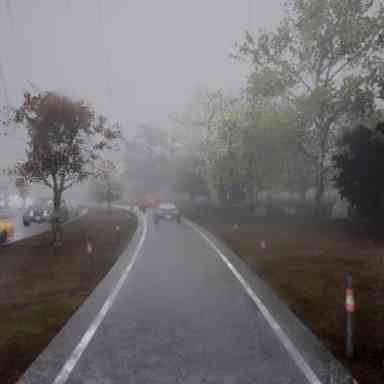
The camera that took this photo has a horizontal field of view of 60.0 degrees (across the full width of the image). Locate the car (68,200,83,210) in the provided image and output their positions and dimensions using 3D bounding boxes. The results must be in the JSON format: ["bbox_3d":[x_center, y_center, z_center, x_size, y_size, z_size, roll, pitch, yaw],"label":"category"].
[{"bbox_3d":[-20.024,2.172,57.201,2.231,1.521,4.892,0,-1,-21],"label":"car"}]

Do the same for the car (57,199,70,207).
[{"bbox_3d":[-29.930,2.519,77.361,2.097,1.535,5.008,-2,0,-28],"label":"car"}]

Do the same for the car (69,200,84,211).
[{"bbox_3d":[-17.769,2.071,51.290,2.097,1.535,5.008,-1,-1,-20],"label":"car"}]

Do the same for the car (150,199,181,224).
[{"bbox_3d":[-1.908,1.520,24.616,1.812,1.442,4.674,0,0,-8],"label":"car"}]

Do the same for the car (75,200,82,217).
[{"bbox_3d":[-11.837,1.781,30.501,2.231,1.521,4.892,2,-2,-12],"label":"car"}]

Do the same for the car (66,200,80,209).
[{"bbox_3d":[-22.298,2.278,62.437,2.097,1.535,5.008,0,-1,-24],"label":"car"}]

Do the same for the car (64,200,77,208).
[{"bbox_3d":[-24.962,2.413,68.071,2.002,1.452,4.674,0,-1,-26],"label":"car"}]

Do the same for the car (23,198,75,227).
[{"bbox_3d":[-10.782,1.459,24.979,2.435,2.045,5.566,2,-1,-10],"label":"car"}]

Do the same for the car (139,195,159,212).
[{"bbox_3d":[-5.226,1.337,40.786,2.150,2.045,5.566,-1,0,-15],"label":"car"}]

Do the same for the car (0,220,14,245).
[{"bbox_3d":[-9.314,1.592,13.733,1.946,1.575,5.366,2,-1,-4],"label":"car"}]

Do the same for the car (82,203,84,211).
[{"bbox_3d":[-13.070,1.854,35.955,2.231,1.521,4.892,2,-2,-13],"label":"car"}]
